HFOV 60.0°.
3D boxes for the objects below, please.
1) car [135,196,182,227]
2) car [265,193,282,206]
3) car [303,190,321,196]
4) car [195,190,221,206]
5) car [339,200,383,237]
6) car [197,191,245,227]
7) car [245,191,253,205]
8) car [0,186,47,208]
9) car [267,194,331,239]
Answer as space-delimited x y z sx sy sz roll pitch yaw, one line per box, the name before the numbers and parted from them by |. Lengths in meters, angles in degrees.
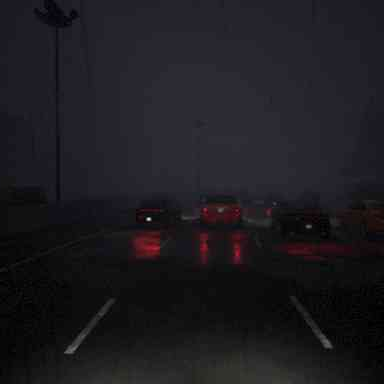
car | -1.794 1.018 18.775 1.837 1.490 4.892 0 1 8
car | 8.448 0.742 33.692 1.895 1.301 4.718 0 2 15
car | 12.578 0.609 35.338 1.837 1.490 4.892 0 1 16
car | 1.831 0.604 35.880 1.812 1.442 4.674 0 2 15
car | 8.294 1.092 15.229 1.882 1.535 5.008 0 1 7
car | 1.724 0.872 18.625 2.097 1.767 4.553 0 1 8
car | 5.504 0.603 36.063 1.812 1.442 4.674 0 2 16
car | -12.082 0.632 22.354 2.150 2.045 5.566 0 1 9
car | 4.750 1.092 15.077 1.882 1.535 5.008 0 1 7
